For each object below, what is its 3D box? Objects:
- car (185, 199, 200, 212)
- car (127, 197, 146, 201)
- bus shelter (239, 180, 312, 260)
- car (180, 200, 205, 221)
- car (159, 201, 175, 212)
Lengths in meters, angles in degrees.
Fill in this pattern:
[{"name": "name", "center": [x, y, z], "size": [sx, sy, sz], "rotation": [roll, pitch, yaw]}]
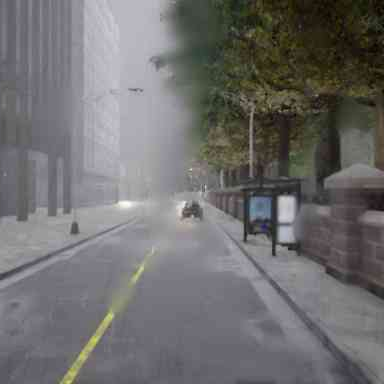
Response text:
[{"name": "car", "center": [0.036, 1.763, 44.999], "size": [1.882, 1.535, 5.008], "rotation": [0, 0, 0]}, {"name": "car", "center": [-14.990, 1.931, 89.885], "size": [4.829, 1.417, 1.752], "rotation": [1, -1, 0]}, {"name": "bus shelter", "center": [3.128, 0.958, 13.258], "size": [1.920, 2.740, 3.880], "rotation": [0, 0, 0]}, {"name": "car", "center": [0.048, 1.689, 28.837], "size": [1.837, 1.490, 4.892], "rotation": [0, 0, 0]}, {"name": "car", "center": [-3.113, 1.820, 42.705], "size": [2.033, 1.411, 5.357], "rotation": [0, 0, 0]}]
